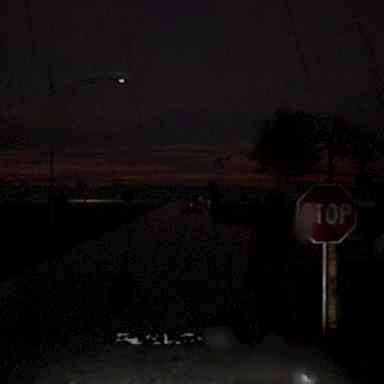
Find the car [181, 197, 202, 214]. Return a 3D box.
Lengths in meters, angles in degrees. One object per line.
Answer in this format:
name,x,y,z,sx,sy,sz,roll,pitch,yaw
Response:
car,-0.079,1.345,35.534,2.097,1.767,4.553,0,0,0

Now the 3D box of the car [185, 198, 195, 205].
car,-0.301,1.761,64.043,1.895,1.301,4.718,0,0,0

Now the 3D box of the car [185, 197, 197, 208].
car,-0.161,1.602,51.760,1.812,1.442,4.674,0,0,0
